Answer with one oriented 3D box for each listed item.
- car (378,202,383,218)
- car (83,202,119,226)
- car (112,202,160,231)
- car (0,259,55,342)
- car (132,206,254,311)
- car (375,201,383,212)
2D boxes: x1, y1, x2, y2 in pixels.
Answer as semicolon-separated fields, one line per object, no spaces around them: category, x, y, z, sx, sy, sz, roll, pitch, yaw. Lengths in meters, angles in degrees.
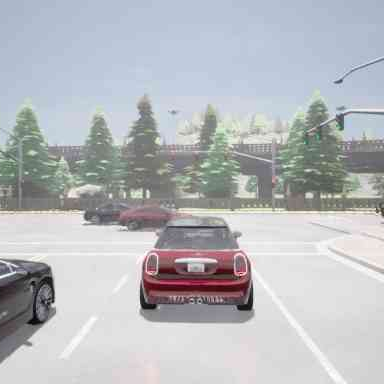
car;15.667;1.545;22.554;4.718;1.301;1.895;0;0;1
car;-4.921;1.476;22.843;4.892;1.490;1.837;0;0;1
car;-1.924;1.505;19.301;4.674;1.442;1.812;0;0;1
car;-3.432;1.492;4.217;2.128;1.511;4.902;0;0;0
car;0.148;1.352;7.968;2.097;1.767;4.553;0;0;2
car;19.473;1.166;29.666;5.566;2.045;2.150;0;0;1
